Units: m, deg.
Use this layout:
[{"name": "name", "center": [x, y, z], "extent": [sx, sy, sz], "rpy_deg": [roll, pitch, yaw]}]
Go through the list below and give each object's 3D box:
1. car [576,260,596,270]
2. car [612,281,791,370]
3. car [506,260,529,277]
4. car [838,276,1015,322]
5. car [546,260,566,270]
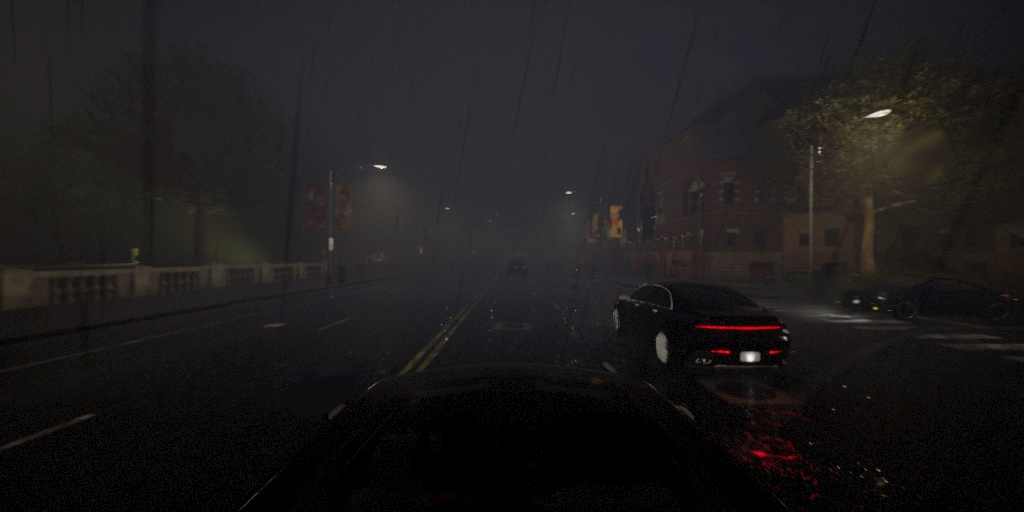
[{"name": "car", "center": [12.417, 1.452, 59.775], "extent": [2.128, 1.511, 4.902], "rpy_deg": [0, 0, 36]}, {"name": "car", "center": [3.619, 1.287, 7.858], "extent": [1.837, 1.490, 4.892], "rpy_deg": [0, 0, 0]}, {"name": "car", "center": [0.634, 1.206, 38.230], "extent": [2.097, 1.767, 4.553], "rpy_deg": [0, 0, 5]}, {"name": "car", "center": [13.970, 1.399, 12.308], "extent": [4.181, 1.385, 1.994], "rpy_deg": [0, 0, 5]}, {"name": "car", "center": [7.192, 1.440, 58.208], "extent": [1.837, 1.490, 4.892], "rpy_deg": [0, 0, 30]}]
